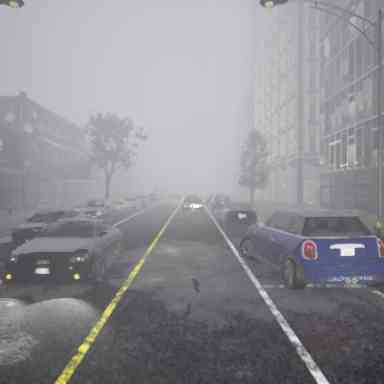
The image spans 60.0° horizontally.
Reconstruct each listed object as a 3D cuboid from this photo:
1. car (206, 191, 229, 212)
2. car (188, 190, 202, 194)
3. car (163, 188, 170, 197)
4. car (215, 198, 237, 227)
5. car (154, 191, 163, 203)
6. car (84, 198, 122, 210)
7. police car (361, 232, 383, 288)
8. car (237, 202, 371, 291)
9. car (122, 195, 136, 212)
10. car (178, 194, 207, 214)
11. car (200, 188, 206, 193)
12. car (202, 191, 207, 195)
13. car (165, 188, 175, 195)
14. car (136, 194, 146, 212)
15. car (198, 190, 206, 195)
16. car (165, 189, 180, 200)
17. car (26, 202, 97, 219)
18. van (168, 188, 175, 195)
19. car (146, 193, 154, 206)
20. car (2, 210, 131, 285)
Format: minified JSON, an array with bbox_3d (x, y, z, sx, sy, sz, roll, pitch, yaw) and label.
[{"bbox_3d":[2.662,0.932,30.731,1.967,1.590,4.097,1,1,0],"label":"car"},{"bbox_3d":[0.070,0.798,46.573,1.994,1.385,4.181,0,1,0],"label":"car"},{"bbox_3d":[-5.695,0.490,64.646,2.008,1.369,4.403,1,1,0],"label":"car"},{"bbox_3d":[2.664,1.243,19.447,1.947,1.339,4.313,1,1,0],"label":"car"},{"bbox_3d":[-5.691,0.781,47.716,1.947,1.339,4.313,1,1,0],"label":"car"},{"bbox_3d":[-5.681,1.116,19.498,1.967,1.590,4.097,1,1,0],"label":"car"},{"bbox_3d":[3.134,1.396,1.596,1.930,1.638,5.238,0,1,0],"label":"police car"},{"bbox_3d":[2.898,1.203,8.851,2.097,1.767,4.553,0,1,-7],"label":"car"},{"bbox_3d":[-5.684,1.112,24.972,1.752,1.417,4.829,1,1,0],"label":"car"},{"bbox_3d":[0.078,1.125,28.749,1.895,1.301,4.718,0,1,0],"label":"car"},{"bbox_3d":[2.654,0.554,59.119,1.752,1.417,4.829,1,1,0],"label":"car"},{"bbox_3d":[2.658,0.874,42.020,1.947,1.339,4.313,1,1,0],"label":"car"},{"bbox_3d":[-5.696,-0.112,87.215,2.192,1.841,5.009,1,1,0],"label":"car"},{"bbox_3d":[-5.686,1.073,30.787,1.802,1.307,4.206,1,1,0],"label":"car"},{"bbox_3d":[2.647,0.139,87.166,1.947,1.339,4.313,1,1,0],"label":"car"},{"bbox_3d":[-3.020,0.623,57.309,1.994,1.385,4.181,0,1,0],"label":"car"},{"bbox_3d":[-5.682,1.335,13.856,1.947,1.339,4.313,1,1,0],"label":"car"},{"bbox_3d":[-5.698,-0.178,92.859,1.690,1.788,3.998,1,1,0],"label":"van"},{"bbox_3d":[-5.687,0.944,36.429,1.887,1.381,4.507,1,1,0],"label":"car"},{"bbox_3d":[-3.102,1.415,8.883,1.994,1.385,4.181,0,1,0],"label":"car"}]
